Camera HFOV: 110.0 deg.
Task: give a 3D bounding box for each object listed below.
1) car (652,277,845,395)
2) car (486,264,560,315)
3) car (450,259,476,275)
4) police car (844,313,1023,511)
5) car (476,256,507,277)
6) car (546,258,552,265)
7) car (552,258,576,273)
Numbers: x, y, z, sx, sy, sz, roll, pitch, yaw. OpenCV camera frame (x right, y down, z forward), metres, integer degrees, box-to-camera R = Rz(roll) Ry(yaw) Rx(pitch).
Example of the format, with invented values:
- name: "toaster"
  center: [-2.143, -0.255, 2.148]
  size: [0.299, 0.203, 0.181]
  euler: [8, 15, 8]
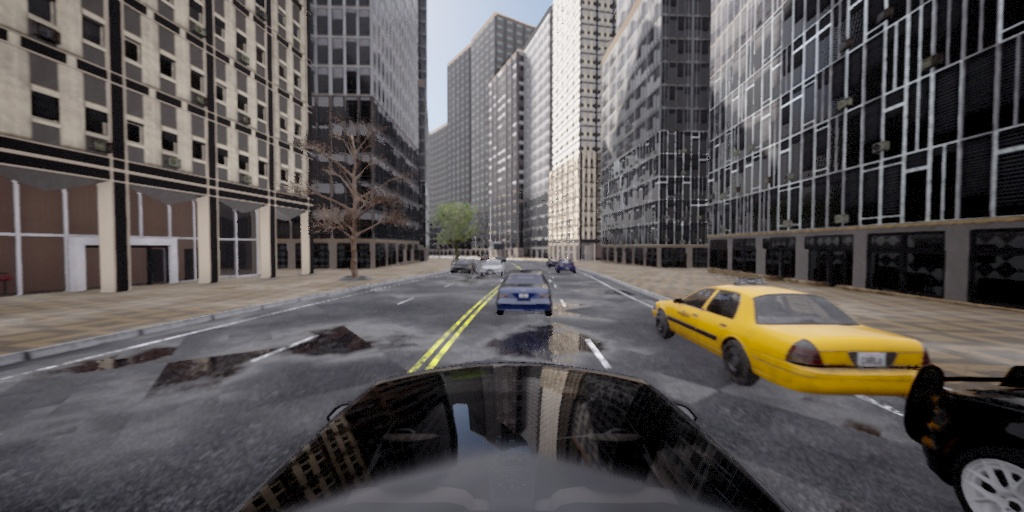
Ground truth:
- name: "car"
  center: [4.304, 1.171, 6.783]
  size: [1.801, 1.575, 5.366]
  euler: [0, 0, 2]
- name: "car"
  center: [0.490, 1.202, 13.124]
  size: [2.033, 1.411, 5.357]
  euler: [0, 1, 3]
- name: "car"
  center: [-4.560, 1.001, 34.789]
  size: [2.033, 1.411, 5.357]
  euler: [0, 0, 3]
- name: "police car"
  center: [4.209, 1.188, 0.851]
  size: [1.930, 1.638, 5.238]
  euler: [0, 0, 0]
- name: "car"
  center: [-1.584, 1.018, 31.084]
  size: [1.812, 1.442, 4.674]
  euler: [0, 0, 4]
- name: "car"
  center: [5.648, 0.954, 48.515]
  size: [1.895, 1.301, 4.718]
  euler: [0, 1, 0]
- name: "car"
  center: [5.456, 0.985, 36.873]
  size: [1.812, 1.442, 4.674]
  euler: [0, 1, 3]
